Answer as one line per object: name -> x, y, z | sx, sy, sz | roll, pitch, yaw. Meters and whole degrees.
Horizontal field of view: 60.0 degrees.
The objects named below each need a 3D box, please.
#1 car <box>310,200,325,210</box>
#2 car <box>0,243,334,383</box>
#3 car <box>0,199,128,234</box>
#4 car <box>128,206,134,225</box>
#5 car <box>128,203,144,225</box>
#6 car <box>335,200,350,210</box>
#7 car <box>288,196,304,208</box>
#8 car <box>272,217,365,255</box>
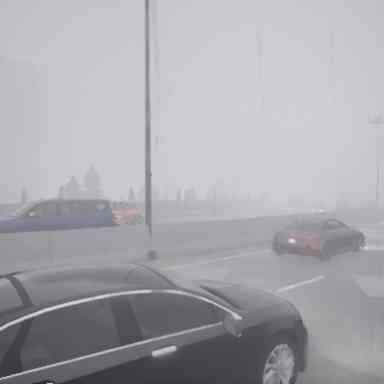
car -> 19.252, 1.939, 50.864 | 1.994, 1.385, 4.181 | 0, -1, 23
car -> -0.783, 1.523, 3.409 | 4.892, 1.490, 1.837 | 0, 0, -37
car -> -5.654, 1.289, 13.049 | 5.566, 2.045, 2.150 | 0, 0, -38
car -> -5.733, 1.622, 17.503 | 4.674, 1.442, 1.812 | 0, 0, -40
car -> -5.538, 1.482, 22.307 | 4.553, 1.767, 2.097 | 0, -1, -42
car -> 21.520, 1.829, 47.384 | 2.128, 1.511, 4.902 | 0, -1, 25
car -> 17.419, 1.650, 55.447 | 2.150, 2.045, 5.566 | 0, -1, 22
car -> 4.868, 1.638, 12.616 | 4.181, 1.385, 1.994 | 0, 0, -42
